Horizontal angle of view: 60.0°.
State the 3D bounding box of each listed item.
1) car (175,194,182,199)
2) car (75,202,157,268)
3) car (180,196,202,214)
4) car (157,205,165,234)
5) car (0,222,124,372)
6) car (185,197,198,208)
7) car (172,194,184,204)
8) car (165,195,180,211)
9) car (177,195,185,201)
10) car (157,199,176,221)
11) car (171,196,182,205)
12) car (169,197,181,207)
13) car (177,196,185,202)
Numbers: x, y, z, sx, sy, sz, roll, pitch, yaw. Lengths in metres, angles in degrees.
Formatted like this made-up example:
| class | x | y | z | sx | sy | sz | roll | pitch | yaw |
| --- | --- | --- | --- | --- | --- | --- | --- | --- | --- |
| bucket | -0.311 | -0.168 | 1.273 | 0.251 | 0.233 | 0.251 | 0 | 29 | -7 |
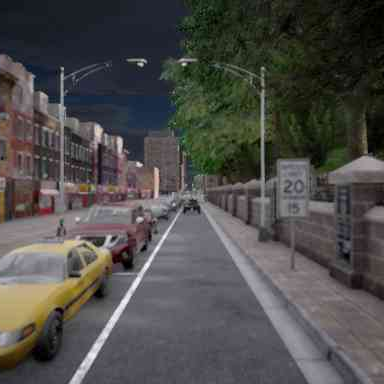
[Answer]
| class | x | y | z | sx | sy | sz | roll | pitch | yaw |
| --- | --- | --- | --- | --- | --- | --- | --- | --- | --- |
| car | -2.662 | 1.439 | 43.010 | 1.967 | 1.590 | 4.097 | 0 | 0 | 0 |
| car | -2.659 | 1.314 | 11.389 | 2.192 | 1.841 | 5.009 | 0 | 0 | 0 |
| car | -0.012 | 1.504 | 36.107 | 1.837 | 1.490 | 4.892 | 0 | 0 | 0 |
| car | -2.660 | 1.564 | 16.659 | 1.947 | 1.339 | 4.313 | 0 | 0 | 0 |
| car | -2.654 | 1.525 | 5.951 | 1.752 | 1.417 | 4.829 | 0 | 0 | 0 |
| car | -0.002 | 1.525 | 48.118 | 1.812 | 1.442 | 4.674 | 0 | 0 | 0 |
| car | -2.663 | 1.314 | 64.092 | 2.192 | 1.841 | 5.009 | 0 | 0 | 0 |
| car | -2.661 | 1.438 | 37.739 | 1.967 | 1.590 | 4.097 | 0 | 0 | 0 |
| car | -2.667 | 1.566 | 83.293 | 1.947 | 1.339 | 4.313 | 0 | 0 | 0 |
| car | -2.660 | 1.549 | 27.199 | 2.008 | 1.369 | 4.403 | 0 | 0 | 0 |
| car | -2.663 | 1.524 | 58.651 | 1.752 | 1.417 | 4.829 | 0 | 0 | 0 |
| car | -2.662 | 1.524 | 53.381 | 1.752 | 1.417 | 4.829 | 0 | 0 | 0 |
| car | -2.665 | 1.582 | 79.630 | 1.802 | 1.307 | 4.206 | 0 | 0 | 0 |
